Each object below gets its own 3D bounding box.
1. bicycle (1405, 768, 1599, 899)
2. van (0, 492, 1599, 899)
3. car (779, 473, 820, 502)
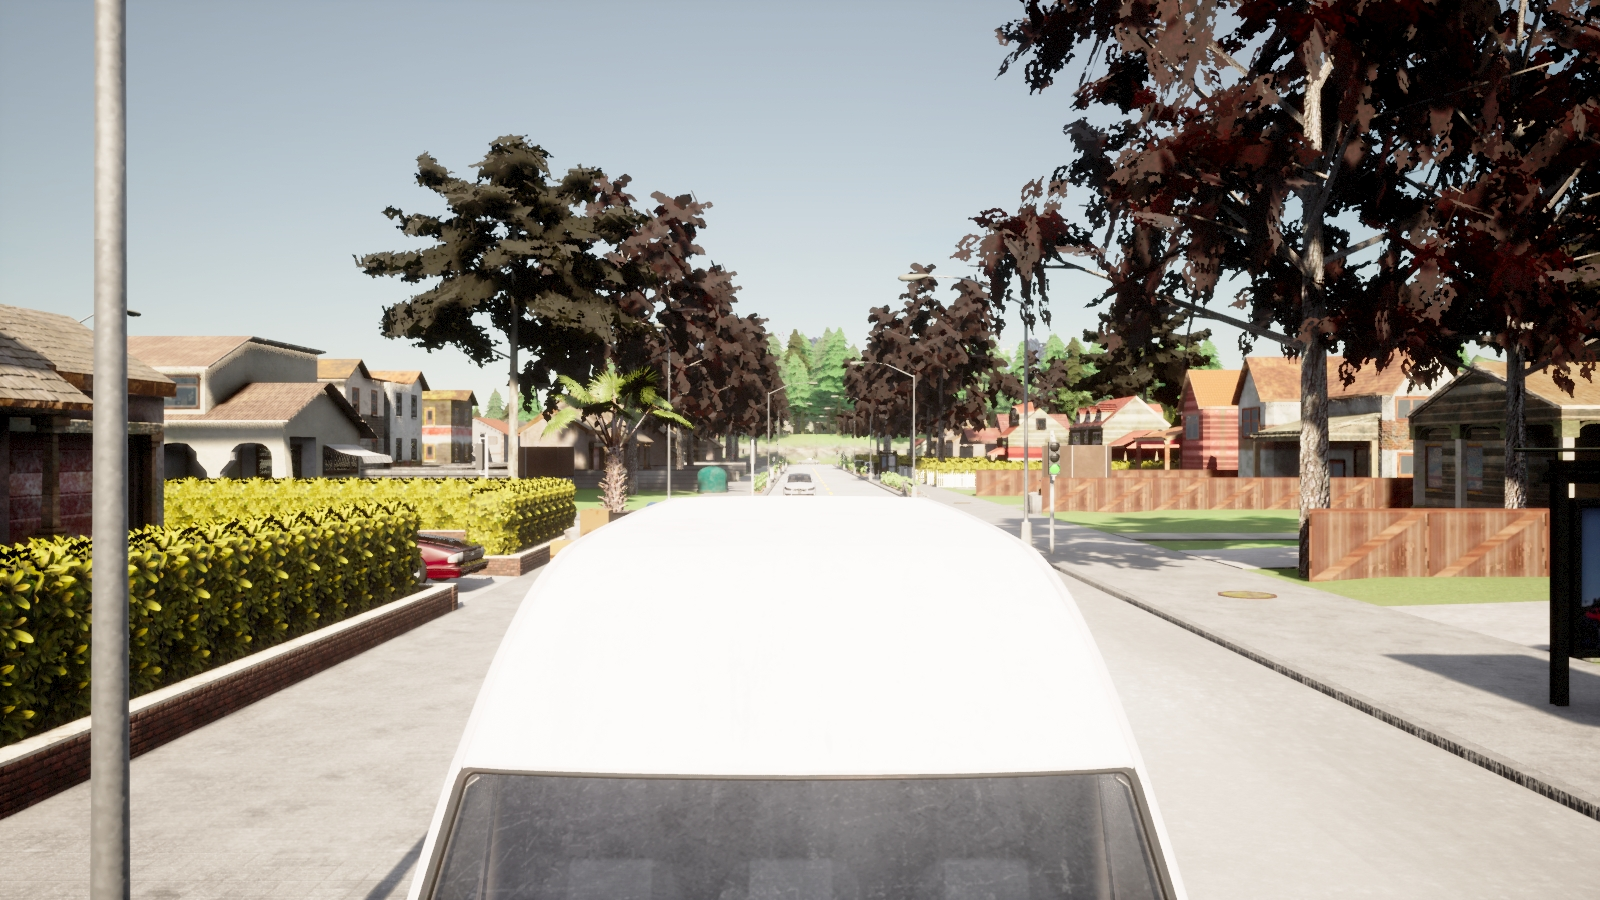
[{"bbox_3d":[2.687,2.062,3.843,0.329,1.471,1.835,0,0,0],"label":"bicycle"},{"bbox_3d":[0.002,1.537,4.030,1.988,2.561,5.915,0,0,0],"label":"van"},{"bbox_3d":[-0.024,2.087,64.511,2.231,1.480,4.892,0,0,0],"label":"car"}]
